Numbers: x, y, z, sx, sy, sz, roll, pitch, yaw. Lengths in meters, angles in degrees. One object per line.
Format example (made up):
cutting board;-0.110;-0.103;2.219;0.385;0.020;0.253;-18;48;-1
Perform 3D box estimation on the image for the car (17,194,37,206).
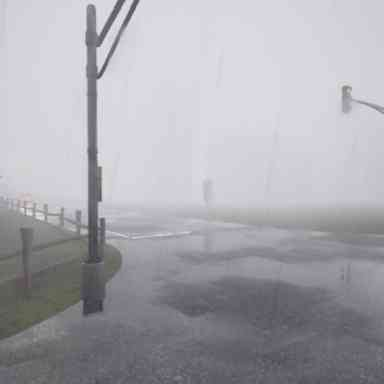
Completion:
car;-24.693;1.051;49.666;2.097;1.767;4.553;-1;1;-35
